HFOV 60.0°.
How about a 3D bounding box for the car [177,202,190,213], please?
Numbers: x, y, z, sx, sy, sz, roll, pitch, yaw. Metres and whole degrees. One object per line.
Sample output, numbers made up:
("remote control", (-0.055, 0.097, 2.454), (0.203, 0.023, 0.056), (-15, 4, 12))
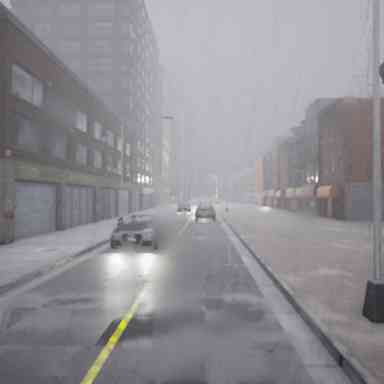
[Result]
("car", (-1.092, 2.146, 47.217), (2.033, 1.411, 5.357), (0, -1, 2))

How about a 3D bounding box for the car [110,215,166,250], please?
("car", (-2.314, 1.749, 15.195), (1.994, 1.385, 4.181), (0, -1, 2))

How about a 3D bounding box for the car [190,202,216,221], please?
("car", (1.237, 1.877, 30.913), (2.128, 1.511, 4.902), (0, -1, 2))

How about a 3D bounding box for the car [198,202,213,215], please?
("car", (1.703, 2.071, 43.135), (1.812, 1.442, 4.674), (0, -1, 2))
